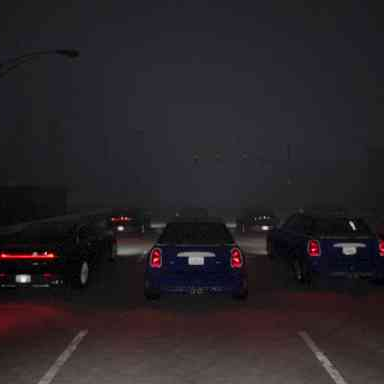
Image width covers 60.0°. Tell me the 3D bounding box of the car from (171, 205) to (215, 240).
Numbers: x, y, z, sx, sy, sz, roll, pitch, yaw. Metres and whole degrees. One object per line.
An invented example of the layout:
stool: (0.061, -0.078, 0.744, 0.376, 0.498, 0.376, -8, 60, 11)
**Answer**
car: (0.086, 1.540, 18.100, 2.033, 1.411, 5.357, 0, 0, 1)

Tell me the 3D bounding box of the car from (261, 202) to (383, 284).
car: (3.601, 1.348, 9.696, 2.097, 1.767, 4.553, 0, 0, 0)

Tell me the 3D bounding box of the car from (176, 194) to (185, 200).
car: (-3.358, 1.433, 91.226, 1.882, 1.535, 5.008, 0, 0, 0)

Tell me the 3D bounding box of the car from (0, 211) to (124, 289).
car: (-3.399, 1.501, 9.148, 1.837, 1.490, 4.892, 0, 0, 0)

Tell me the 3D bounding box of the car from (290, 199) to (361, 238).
car: (7.087, 1.345, 18.248, 2.097, 1.767, 4.553, 0, 0, 1)

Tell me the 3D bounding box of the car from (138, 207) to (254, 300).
car: (0.096, 1.349, 8.564, 2.097, 1.767, 4.553, 0, 0, 0)

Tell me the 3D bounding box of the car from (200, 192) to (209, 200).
car: (3.642, 1.495, 91.215, 2.033, 1.411, 5.357, 0, 0, 0)

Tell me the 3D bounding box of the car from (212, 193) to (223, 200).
car: (7.142, 1.180, 91.240, 2.150, 2.045, 5.566, 0, 0, 0)

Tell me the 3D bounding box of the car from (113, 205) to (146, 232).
car: (-3.410, 1.497, 18.431, 1.837, 1.490, 4.892, 0, 0, 1)

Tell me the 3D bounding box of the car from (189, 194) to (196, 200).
car: (0.143, 1.480, 91.637, 1.812, 1.442, 4.674, 0, 0, 0)

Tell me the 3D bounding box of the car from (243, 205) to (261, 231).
car: (3.591, 1.497, 18.637, 1.837, 1.490, 4.892, 0, 0, 1)
